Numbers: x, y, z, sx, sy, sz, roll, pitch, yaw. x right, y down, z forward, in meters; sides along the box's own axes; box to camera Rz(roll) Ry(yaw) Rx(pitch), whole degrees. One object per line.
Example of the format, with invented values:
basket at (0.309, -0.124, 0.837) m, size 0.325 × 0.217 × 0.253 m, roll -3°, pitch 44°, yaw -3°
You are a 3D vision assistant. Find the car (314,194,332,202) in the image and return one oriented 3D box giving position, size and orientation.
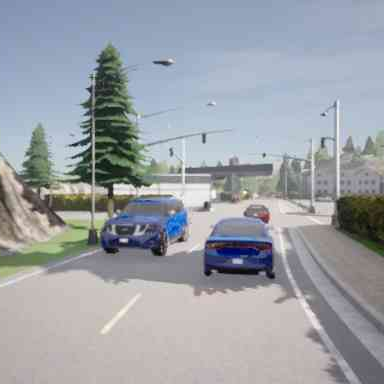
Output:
car at (30.773, 1.712, 78.441) m, size 3.806 × 1.475 × 1.970 m, roll 0°, pitch 0°, yaw 13°

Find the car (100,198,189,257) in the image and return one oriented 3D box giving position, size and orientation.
car at (-1.655, 1.270, 13.701) m, size 2.150 × 2.045 × 5.566 m, roll 0°, pitch 0°, yaw 13°

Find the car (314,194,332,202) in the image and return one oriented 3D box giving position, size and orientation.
car at (32.137, 1.442, 81.535) m, size 3.866 × 1.878 × 1.905 m, roll 0°, pitch 0°, yaw 13°

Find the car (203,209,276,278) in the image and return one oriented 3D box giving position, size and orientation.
car at (1.540, 1.519, 10.457) m, size 1.882 × 1.535 × 5.008 m, roll 0°, pitch 0°, yaw 10°

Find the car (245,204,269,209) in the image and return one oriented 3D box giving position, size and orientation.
car at (5.162, 1.672, 26.532) m, size 1.994 × 1.385 × 4.181 m, roll 0°, pitch 0°, yaw 14°
